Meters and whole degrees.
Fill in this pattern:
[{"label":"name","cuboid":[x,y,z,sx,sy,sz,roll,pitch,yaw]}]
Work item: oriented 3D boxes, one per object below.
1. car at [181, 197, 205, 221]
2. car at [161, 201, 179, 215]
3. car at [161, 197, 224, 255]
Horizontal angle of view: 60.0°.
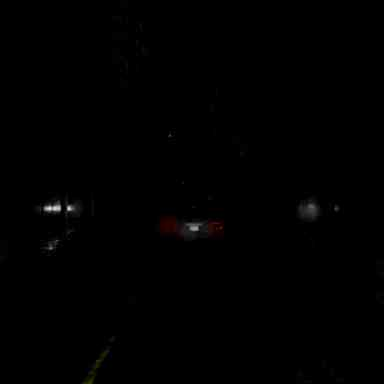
[{"label":"car","cuboid":[0.101,1.526,31.974,2.150,2.045,5.566,0,-1,0]},{"label":"car","cuboid":[-2.589,1.896,40.531,1.837,1.490,4.892,0,-1,0]},{"label":"car","cuboid":[0.086,1.352,13.940,2.150,2.045,5.566,0,0,0]}]
